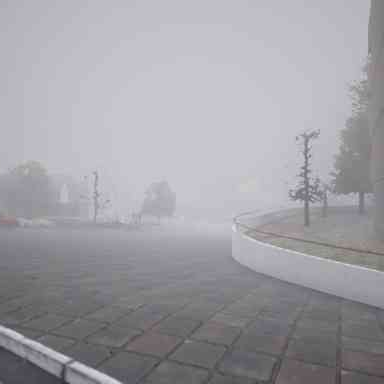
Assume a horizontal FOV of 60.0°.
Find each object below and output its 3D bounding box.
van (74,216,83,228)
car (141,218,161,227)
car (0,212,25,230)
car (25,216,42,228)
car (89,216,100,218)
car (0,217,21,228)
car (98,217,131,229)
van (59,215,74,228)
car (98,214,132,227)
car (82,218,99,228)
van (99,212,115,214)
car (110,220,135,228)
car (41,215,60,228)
[{"bbox_3d":[-20.416,4.914,55.152,4.442,1.987,1.878,0,-6,5],"label":"van"},{"bbox_3d":[-8.683,6.559,68.508,1.895,1.301,4.718,-1,-6,24],"label":"car"},{"bbox_3d":[-20.319,2.901,33.590,2.150,2.045,5.566,-1,-6,24],"label":"car"},{"bbox_3d":[-24.313,4.331,46.922,4.674,1.452,2.002,0,-6,5],"label":"car"},{"bbox_3d":[-19.271,5.420,57.865,4.892,1.521,2.231,0,-5,5],"label":"car"},{"bbox_3d":[-25.556,4.049,44.174,4.674,1.452,2.002,0,-5,5],"label":"car"},{"bbox_3d":[-12.047,5.111,52.134,1.812,1.442,4.674,-1,-6,24],"label":"car"},{"bbox_3d":[-21.673,4.631,52.412,4.442,1.987,1.878,0,-6,5],"label":"van"},{"bbox_3d":[-15.531,6.014,66.091,5.566,2.045,2.435,0,-5,5],"label":"car"},{"bbox_3d":[-15.193,5.313,54.359,1.895,1.301,4.718,-1,-6,24],"label":"car"},{"bbox_3d":[-23.454,7.323,92.576,1.878,1.987,4.442,0,1,10],"label":"van"},{"bbox_3d":[-14.257,6.586,68.800,4.674,1.452,2.002,0,-5,5],"label":"car"},{"bbox_3d":[-23.236,4.569,49.674,5.366,1.575,1.946,0,-5,5],"label":"car"}]
